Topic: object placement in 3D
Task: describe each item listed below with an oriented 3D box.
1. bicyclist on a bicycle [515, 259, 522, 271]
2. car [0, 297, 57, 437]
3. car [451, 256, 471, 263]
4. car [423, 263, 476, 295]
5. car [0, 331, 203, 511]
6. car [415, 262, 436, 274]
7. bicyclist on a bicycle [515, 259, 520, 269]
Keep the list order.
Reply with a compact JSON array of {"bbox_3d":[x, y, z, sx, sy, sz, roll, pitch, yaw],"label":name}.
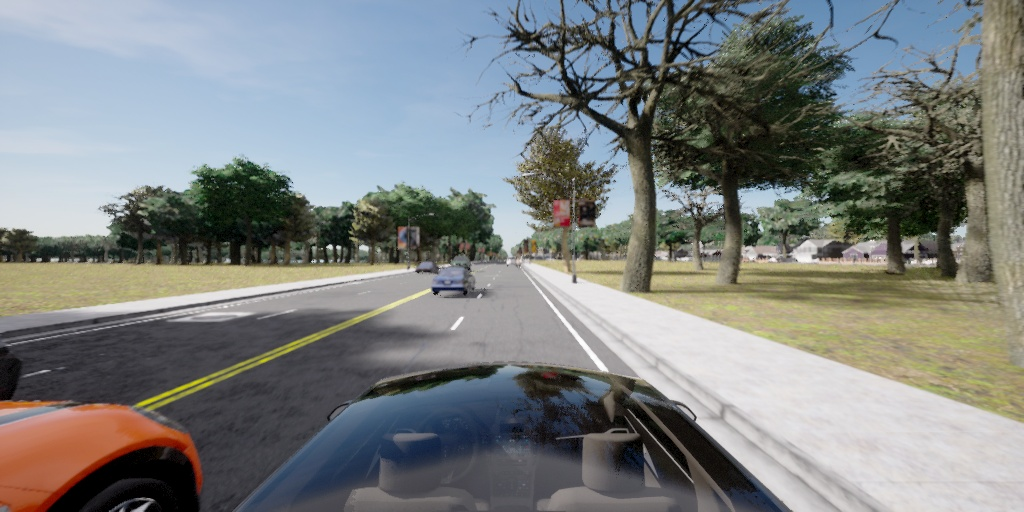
[{"bbox_3d":[0.905,1.271,49.508,0.866,1.612,1.509,0,0,0],"label":"bicyclist on a bicycle"},{"bbox_3d":[-6.600,1.256,2.025,1.837,1.490,4.892,0,0,0],"label":"car"},{"bbox_3d":[-6.573,1.053,46.463,2.150,2.045,5.566,0,-1,0],"label":"car"},{"bbox_3d":[-3.152,1.329,20.032,2.033,1.411,5.357,0,0,0],"label":"car"},{"bbox_3d":[-3.150,1.100,0.527,2.097,1.767,4.553,0,0,0],"label":"car"},{"bbox_3d":[-9.842,1.367,42.015,2.033,1.411,5.357,0,0,0],"label":"car"},{"bbox_3d":[0.882,1.292,58.947,0.866,1.612,1.509,0,0,0],"label":"bicyclist on a bicycle"}]
